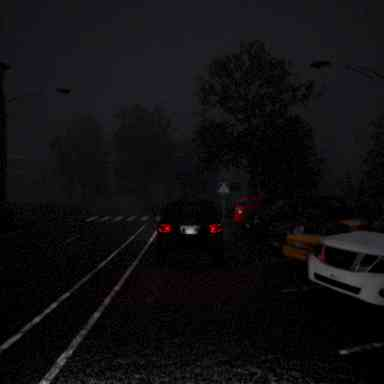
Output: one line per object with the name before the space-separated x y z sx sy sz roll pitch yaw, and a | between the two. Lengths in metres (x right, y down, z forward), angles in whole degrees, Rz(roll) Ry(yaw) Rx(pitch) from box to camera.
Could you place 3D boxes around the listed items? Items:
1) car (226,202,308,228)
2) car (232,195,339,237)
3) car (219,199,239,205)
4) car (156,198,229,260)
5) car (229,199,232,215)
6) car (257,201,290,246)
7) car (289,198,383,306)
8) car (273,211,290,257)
car | 5.004 1.442 22.181 4.892 1.521 2.231 1 0 -22
car | 5.138 1.233 16.218 5.566 2.045 2.435 1 1 -21
car | 10.262 2.780 92.114 4.902 1.511 2.128 0 0 30
car | -0.095 1.240 12.635 2.150 2.045 5.566 0 1 -1
car | 5.118 1.212 19.221 5.566 2.045 2.435 1 0 -22
car | 5.251 1.380 13.275 4.553 1.767 2.185 1 1 -21
car | 5.281 1.272 7.303 5.566 2.045 2.435 1 0 -21
car | 5.439 1.519 10.370 5.366 1.575 1.946 1 0 -21
